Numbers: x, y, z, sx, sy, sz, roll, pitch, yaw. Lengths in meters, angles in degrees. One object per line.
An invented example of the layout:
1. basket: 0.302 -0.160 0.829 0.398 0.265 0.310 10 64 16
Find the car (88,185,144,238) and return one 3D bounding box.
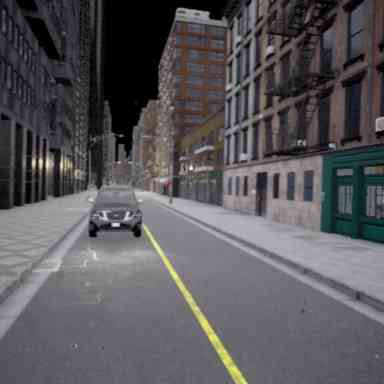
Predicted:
1. car: -3.573 0.834 15.656 2.150 2.045 5.566 1 2 -13
